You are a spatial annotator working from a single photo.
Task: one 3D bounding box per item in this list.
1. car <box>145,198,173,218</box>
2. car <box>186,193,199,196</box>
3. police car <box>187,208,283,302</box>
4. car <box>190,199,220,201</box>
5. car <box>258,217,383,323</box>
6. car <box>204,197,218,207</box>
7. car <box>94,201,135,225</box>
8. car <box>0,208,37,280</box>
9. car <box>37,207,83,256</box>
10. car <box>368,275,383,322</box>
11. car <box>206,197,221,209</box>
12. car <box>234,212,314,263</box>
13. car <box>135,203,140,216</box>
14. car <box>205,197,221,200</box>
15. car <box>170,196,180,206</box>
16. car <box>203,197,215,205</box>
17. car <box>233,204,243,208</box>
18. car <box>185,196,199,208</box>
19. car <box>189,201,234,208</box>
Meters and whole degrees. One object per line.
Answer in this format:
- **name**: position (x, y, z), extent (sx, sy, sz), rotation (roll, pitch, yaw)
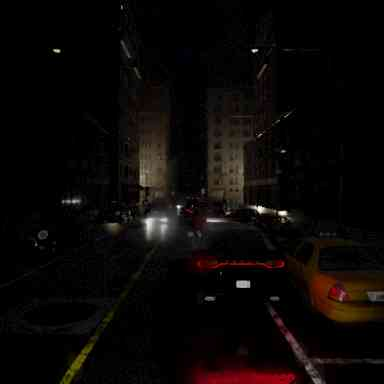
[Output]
- **car**: position (-3.063, 1.550, 30.374), extent (1.994, 1.385, 4.181), rotation (0, 0, 0)
- **car**: position (0.075, 1.179, 59.545), extent (2.150, 2.045, 5.566), rotation (0, 0, 0)
- **police car**: position (0.908, 1.422, 8.449), extent (1.930, 1.638, 5.238), rotation (0, 0, 0)
- **car**: position (0.928, 1.495, 24.339), extent (1.837, 1.490, 4.892), rotation (0, 0, 0)
- **car**: position (2.864, 1.523, 7.280), extent (1.752, 1.417, 4.829), rotation (-1, 0, 0)
- **car**: position (2.933, 1.532, 51.796), extent (1.947, 1.339, 4.313), rotation (-1, 0, 0)
- **car**: position (-5.649, 1.430, 23.878), extent (1.967, 1.590, 4.097), rotation (-1, 0, 0)
- **car**: position (-5.673, 1.312, 7.121), extent (2.192, 1.841, 5.009), rotation (-1, 0, 0)
- **car**: position (-5.664, 1.435, 12.706), extent (1.967, 1.590, 4.097), rotation (-1, 0, 0)
- **car**: position (2.856, 1.581, 1.523), extent (1.802, 1.307, 4.206), rotation (-1, 0, 0)
- **car**: position (2.924, 1.497, 46.380), extent (1.752, 1.417, 4.829), rotation (-1, 0, 0)
- **car**: position (2.872, 1.561, 12.695), extent (1.947, 1.339, 4.313), rotation (-1, 0, 0)
- **car**: position (-5.640, 1.568, 29.464), extent (1.802, 1.307, 4.206), rotation (-1, 0, 0)
- **car**: position (2.916, 1.528, 40.624), extent (2.008, 1.369, 4.403), rotation (-1, 0, 0)
- **car**: position (-2.931, 1.467, 55.180), extent (1.837, 1.490, 4.892), rotation (0, 0, 0)
- **car**: position (2.941, 1.542, 57.382), extent (1.802, 1.307, 4.206), rotation (-1, 0, 0)
- **car**: position (2.881, 1.558, 18.281), extent (1.947, 1.339, 4.313), rotation (-1, 0, 0)
- **car**: position (0.076, 1.573, 46.267), extent (1.895, 1.301, 4.718), rotation (0, 0, 1)
- **car**: position (0.921, 1.470, 18.340), extent (1.882, 1.535, 5.008), rotation (0, 0, 0)
